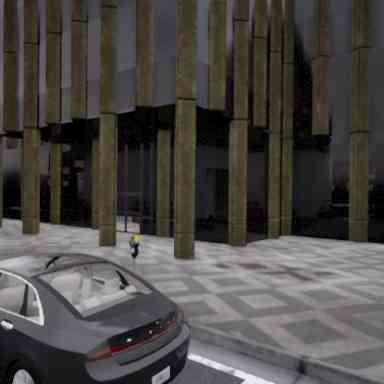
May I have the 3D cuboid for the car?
[{"bbox_3d":[-2.072,1.500,4.426,4.403,1.369,2.008,1,1,35],"label":"car"}]
